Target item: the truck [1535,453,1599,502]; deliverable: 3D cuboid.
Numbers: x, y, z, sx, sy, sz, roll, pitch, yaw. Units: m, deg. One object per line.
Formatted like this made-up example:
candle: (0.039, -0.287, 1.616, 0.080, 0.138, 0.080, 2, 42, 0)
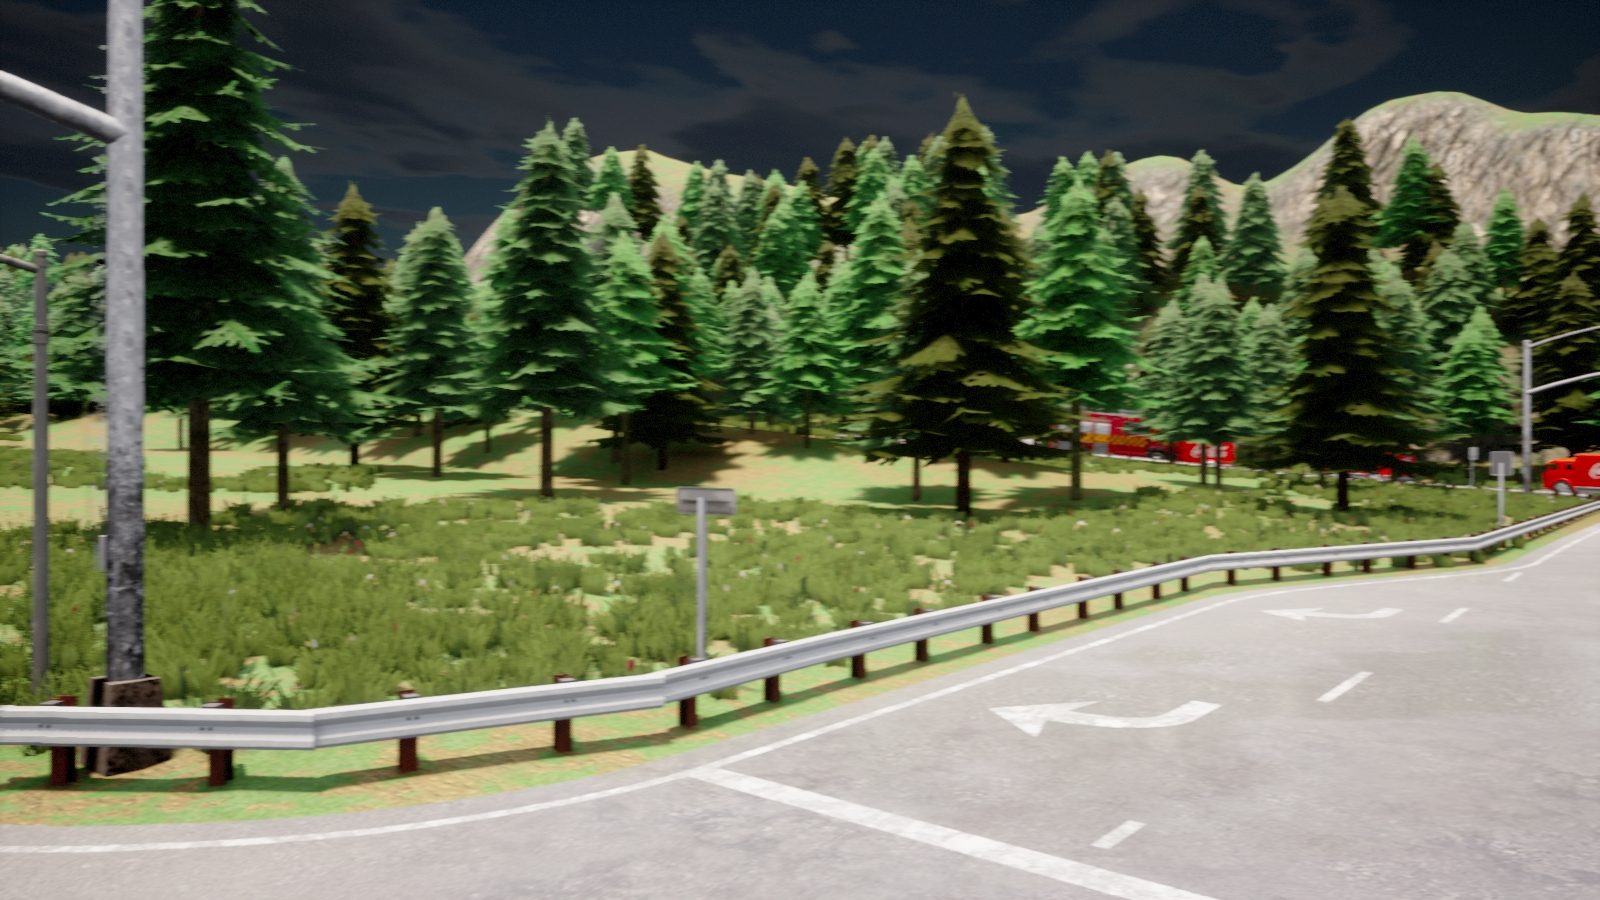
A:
truck: (42.494, 1.441, 60.635, 2.627, 2.467, 5.204, 0, 1, -32)
